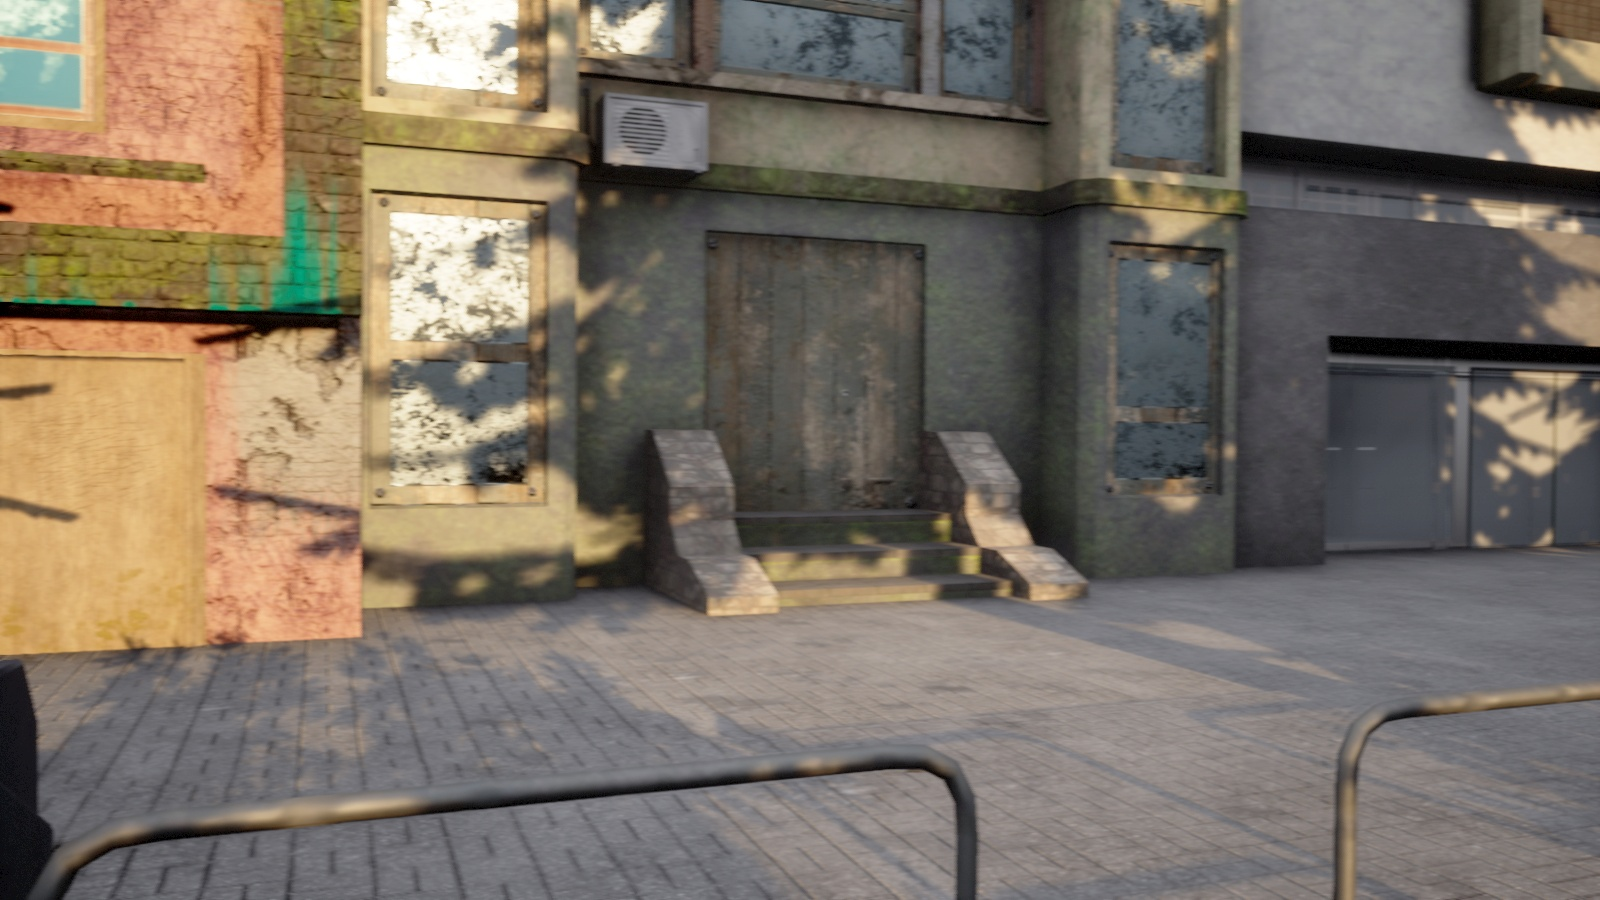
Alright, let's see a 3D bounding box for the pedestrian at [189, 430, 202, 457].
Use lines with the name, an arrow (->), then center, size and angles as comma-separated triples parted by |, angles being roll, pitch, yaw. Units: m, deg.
pedestrian -> -41.555, -0.421, 86.349 | 0.726, 1.835, 0.370 | -1, 1, -23
